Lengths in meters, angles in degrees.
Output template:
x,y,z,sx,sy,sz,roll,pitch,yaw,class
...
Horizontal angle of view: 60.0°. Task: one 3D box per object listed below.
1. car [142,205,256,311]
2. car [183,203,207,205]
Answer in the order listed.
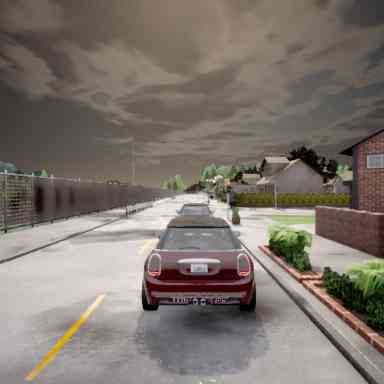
x,y,z,sx,sy,sz,roll,pitch,yaw,class
0.129,1.352,7.934,2.097,1.767,4.553,0,0,0,car
0.171,1.352,17.631,2.097,1.767,4.553,0,0,0,car
